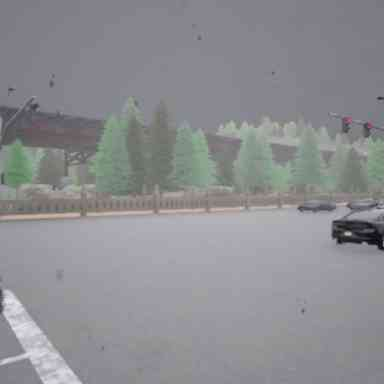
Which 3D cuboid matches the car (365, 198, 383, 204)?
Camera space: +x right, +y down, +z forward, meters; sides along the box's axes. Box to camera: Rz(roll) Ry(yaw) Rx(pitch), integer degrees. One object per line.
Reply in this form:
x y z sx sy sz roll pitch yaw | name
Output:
18.492 1.539 31.167 4.181 1.385 1.994 0 0 -37 | car

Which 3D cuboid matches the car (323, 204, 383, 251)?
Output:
7.968 1.463 14.239 5.008 1.535 1.882 0 0 -37 | car

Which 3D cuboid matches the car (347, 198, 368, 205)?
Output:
18.948 1.465 35.885 4.892 1.490 1.837 0 0 -37 | car

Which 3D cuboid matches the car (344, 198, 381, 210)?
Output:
21.818 1.498 42.413 5.357 1.411 2.033 0 0 -37 | car

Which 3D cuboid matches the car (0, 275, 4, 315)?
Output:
-5.146 1.484 4.372 4.674 1.442 1.812 0 0 -37 | car

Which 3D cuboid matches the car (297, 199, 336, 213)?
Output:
13.764 1.482 36.369 5.357 1.411 2.033 0 0 -37 | car

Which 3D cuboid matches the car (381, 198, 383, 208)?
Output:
29.489 1.539 48.140 4.718 1.301 1.895 -1 1 -37 | car
